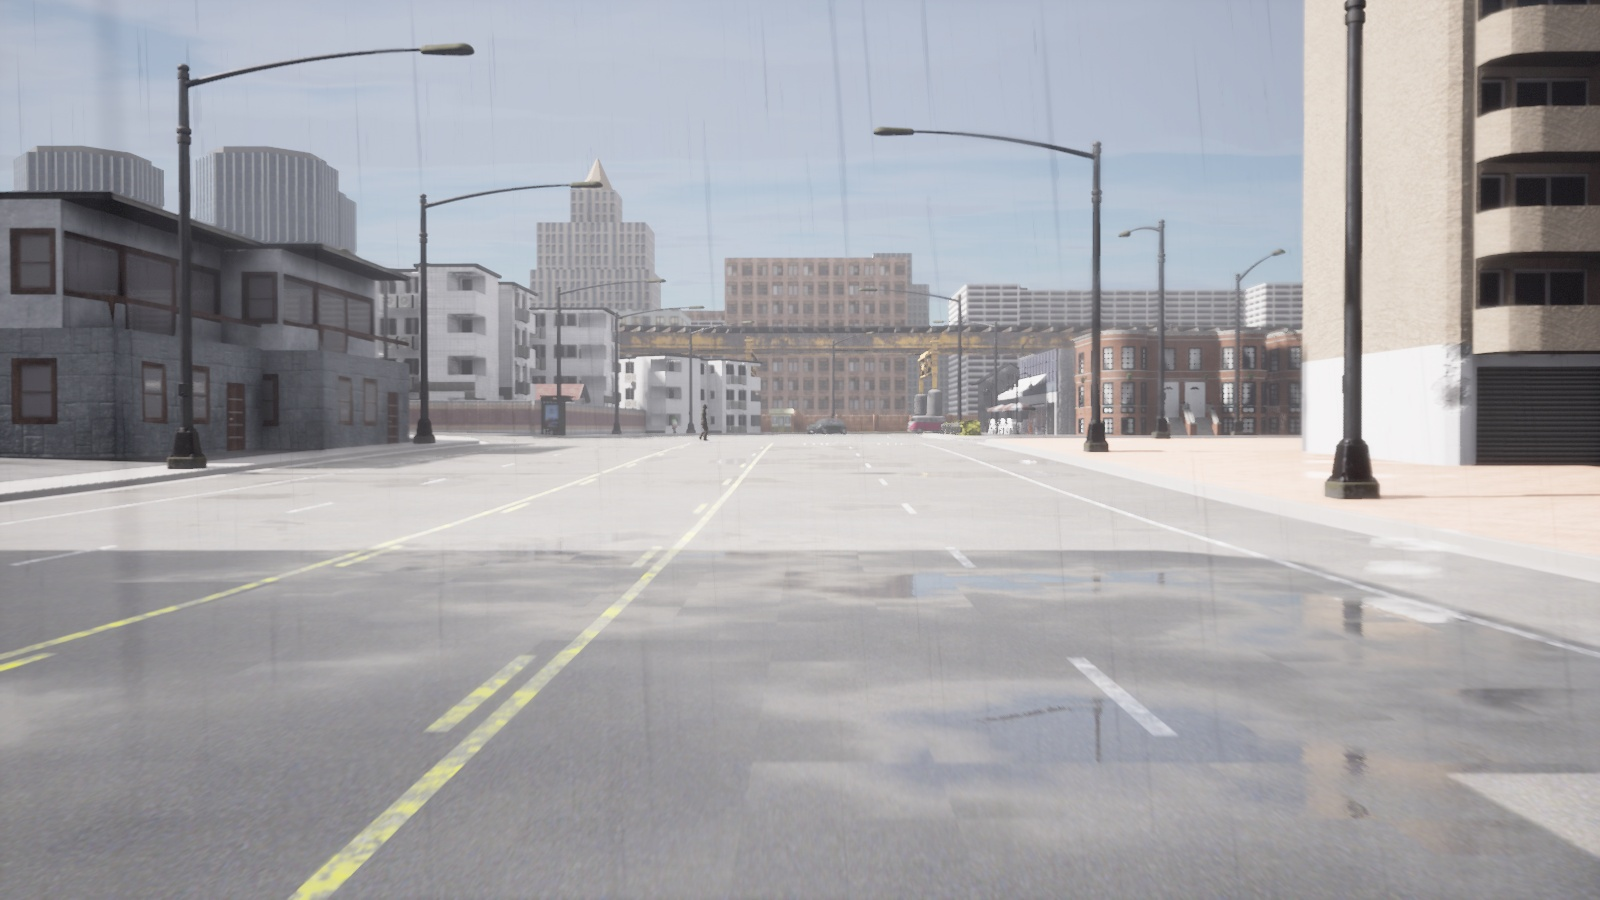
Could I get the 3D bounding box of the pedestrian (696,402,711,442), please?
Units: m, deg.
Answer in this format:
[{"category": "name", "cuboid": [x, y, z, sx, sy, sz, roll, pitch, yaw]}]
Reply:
[{"category": "pedestrian", "cuboid": [-4.632, -1.334, 60.275, 0.692, 1.930, 0.395, 0, 1, -3]}]
